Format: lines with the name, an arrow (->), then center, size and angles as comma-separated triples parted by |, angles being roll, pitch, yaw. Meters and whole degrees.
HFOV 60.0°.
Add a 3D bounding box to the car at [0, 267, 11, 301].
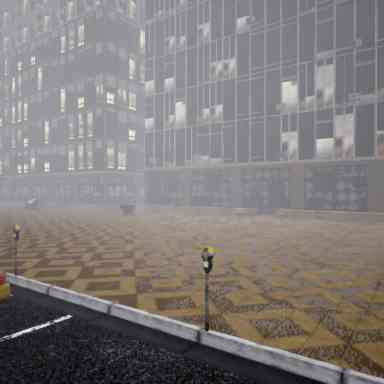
car -> -5.589, 1.526, 6.827 | 4.829, 1.417, 1.752 | 0, 0, 35
